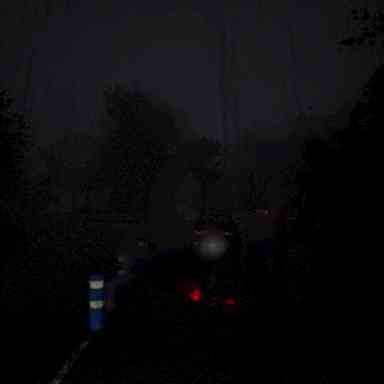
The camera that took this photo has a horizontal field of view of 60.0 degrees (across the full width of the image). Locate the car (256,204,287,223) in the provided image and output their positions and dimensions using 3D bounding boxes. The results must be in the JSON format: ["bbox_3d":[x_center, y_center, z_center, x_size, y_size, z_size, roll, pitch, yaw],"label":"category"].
[{"bbox_3d":[7.730,1.934,32.046,2.097,1.767,4.553,-1,-2,28],"label":"car"}]

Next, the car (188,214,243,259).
[{"bbox_3d":[0.972,1.640,13.324,2.128,1.511,4.902,0,-1,7],"label":"car"}]
